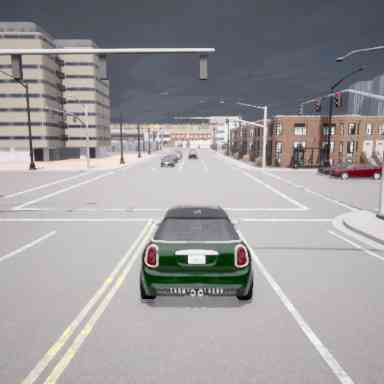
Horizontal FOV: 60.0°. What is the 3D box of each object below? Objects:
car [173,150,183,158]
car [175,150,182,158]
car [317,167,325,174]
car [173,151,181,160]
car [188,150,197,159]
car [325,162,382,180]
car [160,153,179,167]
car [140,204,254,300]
[{"bbox_3d":[-3.325,-8.926,77.528,2.097,1.767,4.553,0,8,0],"label":"car"},{"bbox_3d":[-3.358,-7.255,67.478,1.812,1.442,4.674,0,8,1],"label":"car"},{"bbox_3d":[16.402,-2.507,35.743,5.357,1.411,2.033,0,8,0],"label":"car"},{"bbox_3d":[-3.448,-5.917,58.183,1.882,1.535,5.008,0,9,0],"label":"car"},{"bbox_3d":[0.173,-8.127,73.791,1.895,1.301,4.718,0,8,0],"label":"car"},{"bbox_3d":[16.054,-2.058,32.265,5.008,1.535,1.882,0,8,0],"label":"car"},{"bbox_3d":[-3.502,-4.510,48.846,2.128,1.511,4.902,0,8,1],"label":"car"},{"bbox_3d":[0.094,1.056,7.927,2.097,1.767,4.553,0,4,0],"label":"car"}]
